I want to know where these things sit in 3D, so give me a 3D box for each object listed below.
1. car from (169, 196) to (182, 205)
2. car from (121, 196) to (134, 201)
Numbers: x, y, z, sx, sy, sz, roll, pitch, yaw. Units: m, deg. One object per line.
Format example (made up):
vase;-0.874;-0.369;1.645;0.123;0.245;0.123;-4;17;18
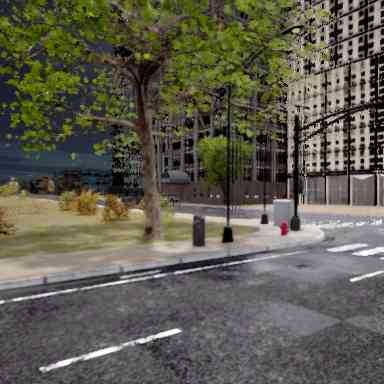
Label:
car;-3.631;1.492;57.232;2.128;1.511;4.902;1;0;-34
car;-12.124;1.485;64.087;2.033;1.411;5.357;1;0;-34
